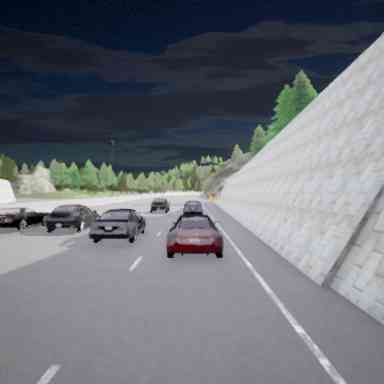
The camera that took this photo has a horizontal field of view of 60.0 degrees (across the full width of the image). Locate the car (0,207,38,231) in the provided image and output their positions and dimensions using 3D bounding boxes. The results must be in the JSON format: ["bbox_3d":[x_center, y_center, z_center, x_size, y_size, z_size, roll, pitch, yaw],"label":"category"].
[{"bbox_3d":[-10.407,1.570,20.093,1.895,1.301,4.718,0,0,0],"label":"car"}]

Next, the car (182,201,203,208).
[{"bbox_3d":[0.090,1.500,31.008,2.033,1.411,5.357,0,0,0],"label":"car"}]

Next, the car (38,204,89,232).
[{"bbox_3d":[-6.907,1.475,19.650,1.837,1.490,4.892,0,0,0],"label":"car"}]

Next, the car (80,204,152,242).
[{"bbox_3d":[-3.406,1.523,16.097,2.033,1.411,5.357,0,0,0],"label":"car"}]

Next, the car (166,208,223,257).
[{"bbox_3d":[0.095,1.544,12.868,1.994,1.385,4.181,0,0,0],"label":"car"}]

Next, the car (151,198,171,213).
[{"bbox_3d":[-3.413,1.449,36.447,1.837,1.490,4.892,0,0,0],"label":"car"}]
